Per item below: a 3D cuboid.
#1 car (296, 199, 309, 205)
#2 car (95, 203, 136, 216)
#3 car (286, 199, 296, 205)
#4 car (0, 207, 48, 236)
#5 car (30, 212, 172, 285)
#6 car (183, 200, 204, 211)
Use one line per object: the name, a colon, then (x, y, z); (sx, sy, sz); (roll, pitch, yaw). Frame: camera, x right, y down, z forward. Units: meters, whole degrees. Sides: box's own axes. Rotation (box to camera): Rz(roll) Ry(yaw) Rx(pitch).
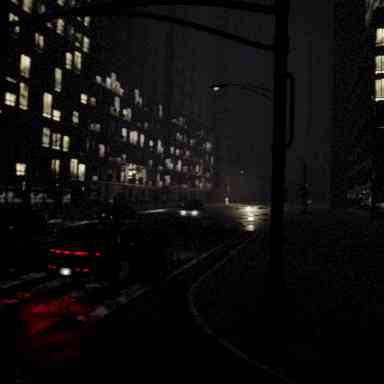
car: (29.383, 2.746, 89.637); (1.882, 1.535, 5.008); (1, 0, 31)
car: (-6.451, 1.670, 28.423); (1.994, 1.385, 4.181); (1, 0, 18)
car: (26.111, 2.685, 90.479); (1.882, 1.535, 5.008); (1, 0, 31)
car: (-9.858, 1.520, 17.982); (1.994, 1.385, 4.181); (1, 0, 18)
car: (-2.137, 1.598, 9.905); (1.837, 1.490, 4.892); (1, 0, 18)
car: (0.238, 1.874, 48.684); (1.882, 1.535, 5.008); (1, -1, 19)
